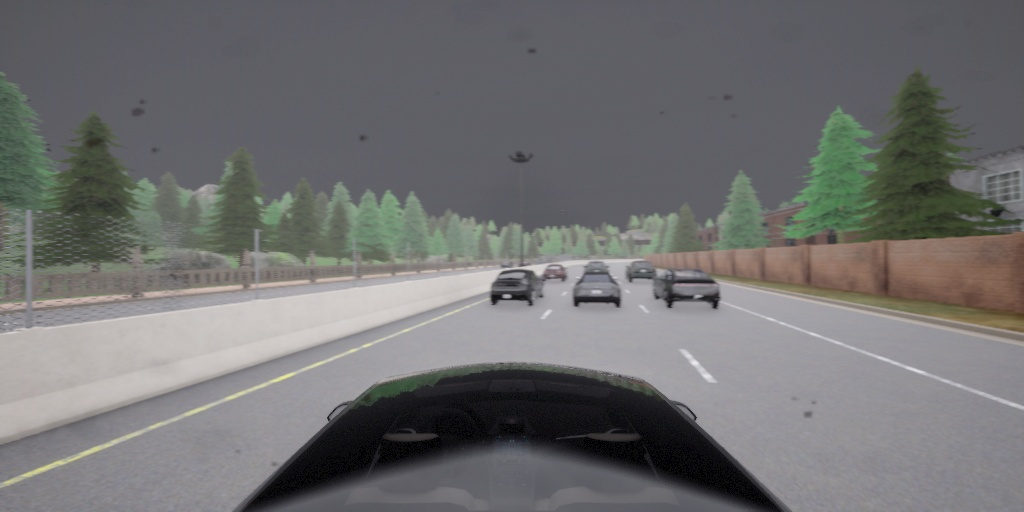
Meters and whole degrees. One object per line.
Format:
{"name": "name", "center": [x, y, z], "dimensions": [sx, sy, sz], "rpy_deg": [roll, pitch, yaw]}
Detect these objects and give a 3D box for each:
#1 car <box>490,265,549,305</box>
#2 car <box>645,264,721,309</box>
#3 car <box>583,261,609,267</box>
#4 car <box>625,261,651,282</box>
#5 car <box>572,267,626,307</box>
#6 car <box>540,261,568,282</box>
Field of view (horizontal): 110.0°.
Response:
{"name": "car", "center": [0.354, 1.366, 16.716], "dimensions": [1.837, 1.490, 4.892], "rpy_deg": [-1, 0, 13]}
{"name": "car", "center": [7.166, 1.254, 15.110], "dimensions": [2.128, 1.511, 4.902], "rpy_deg": [-1, 0, 13]}
{"name": "car", "center": [7.126, 1.227, 30.310], "dimensions": [2.097, 1.767, 4.553], "rpy_deg": [-1, -1, 13]}
{"name": "car", "center": [10.534, 1.178, 29.513], "dimensions": [2.097, 1.767, 4.553], "rpy_deg": [-1, -1, 13]}
{"name": "car", "center": [3.760, 1.374, 15.907], "dimensions": [1.994, 1.385, 4.181], "rpy_deg": [-1, 0, 13]}
{"name": "car", "center": [3.794, 1.452, 31.407], "dimensions": [1.812, 1.442, 4.674], "rpy_deg": [-1, 0, 13]}
